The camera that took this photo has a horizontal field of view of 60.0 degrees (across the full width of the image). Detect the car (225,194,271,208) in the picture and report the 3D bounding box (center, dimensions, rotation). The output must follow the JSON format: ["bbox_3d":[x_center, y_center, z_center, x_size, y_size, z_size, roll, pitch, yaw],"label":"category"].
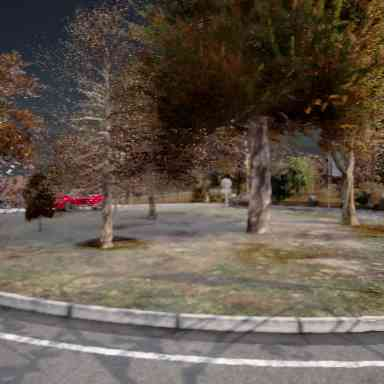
[{"bbox_3d":[5.730,0.923,34.239,4.674,1.442,1.812,1,1,19],"label":"car"}]

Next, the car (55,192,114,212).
[{"bbox_3d":[-9.789,0.673,30.173,5.566,2.045,2.150,-1,1,-42],"label":"car"}]
